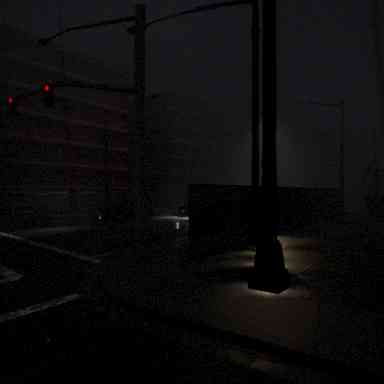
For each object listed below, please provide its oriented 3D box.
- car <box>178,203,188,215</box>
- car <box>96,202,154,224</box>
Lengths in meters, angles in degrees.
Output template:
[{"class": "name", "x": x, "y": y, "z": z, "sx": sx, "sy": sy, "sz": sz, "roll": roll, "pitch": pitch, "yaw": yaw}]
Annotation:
[{"class": "car", "x": 0.557, "y": 1.505, "z": 32.503, "sx": 1.837, "sy": 1.490, "sz": 4.892, "roll": 0, "pitch": 0, "yaw": 35}, {"class": "car", "x": -4.884, "y": 1.491, "z": 24.761, "sx": 2.128, "sy": 1.511, "sz": 4.902, "roll": 0, "pitch": 0, "yaw": 35}]
